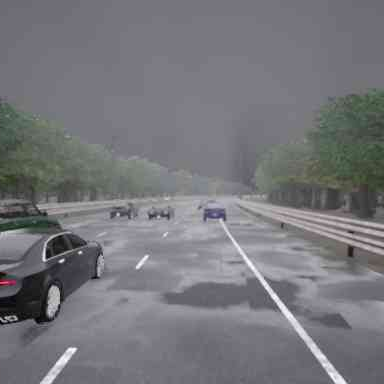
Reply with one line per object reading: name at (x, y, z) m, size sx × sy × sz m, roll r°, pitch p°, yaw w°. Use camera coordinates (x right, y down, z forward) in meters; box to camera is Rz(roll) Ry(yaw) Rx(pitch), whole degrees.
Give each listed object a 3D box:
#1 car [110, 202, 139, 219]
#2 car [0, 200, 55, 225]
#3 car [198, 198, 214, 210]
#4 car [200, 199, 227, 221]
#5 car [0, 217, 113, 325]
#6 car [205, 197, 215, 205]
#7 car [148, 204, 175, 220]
car at (-6.097, 1.658, 30.436) m, size 1.837 × 1.490 × 4.892 m, roll 0°, pitch 0°, yaw 3°
car at (-6.751, 1.279, 11.979) m, size 2.150 × 2.045 × 5.566 m, roll 0°, pitch 0°, yaw 1°
car at (1.904, 1.797, 48.256) m, size 2.033 × 1.411 × 5.357 m, roll 0°, pitch 0°, yaw 5°
car at (1.914, 1.626, 28.427) m, size 1.882 × 1.535 × 5.008 m, roll 0°, pitch 0°, yaw 3°
car at (-3.324, 1.541, 7.242) m, size 1.837 × 1.490 × 4.892 m, roll 0°, pitch 0°, yaw 1°
car at (3.764, 1.867, 67.884) m, size 1.812 × 1.442 × 4.674 m, roll 0°, pitch 0°, yaw 7°
car at (-2.635, 1.752, 29.718) m, size 1.895 × 1.301 × 4.718 m, roll 0°, pitch 0°, yaw 3°
